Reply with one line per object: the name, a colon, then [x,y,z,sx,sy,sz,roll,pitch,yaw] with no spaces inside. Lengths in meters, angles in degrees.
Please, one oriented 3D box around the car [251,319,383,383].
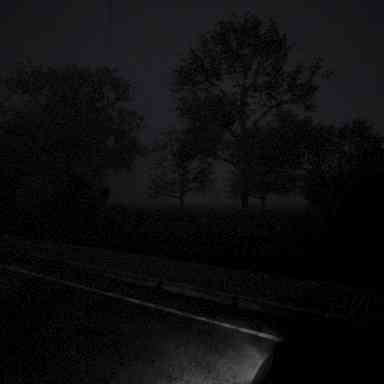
car: [2.997,1.548,1.856,5.357,1.411,2.033,0,0,35]
